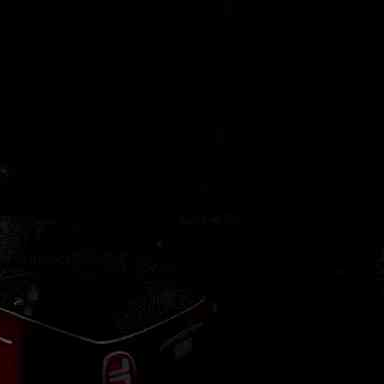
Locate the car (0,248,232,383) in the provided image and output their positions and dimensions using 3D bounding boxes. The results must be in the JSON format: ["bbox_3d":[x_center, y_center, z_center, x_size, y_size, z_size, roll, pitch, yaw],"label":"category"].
[{"bbox_3d":[-1.651,1.441,4.151,4.097,1.590,1.967,0,0,36],"label":"car"}]
